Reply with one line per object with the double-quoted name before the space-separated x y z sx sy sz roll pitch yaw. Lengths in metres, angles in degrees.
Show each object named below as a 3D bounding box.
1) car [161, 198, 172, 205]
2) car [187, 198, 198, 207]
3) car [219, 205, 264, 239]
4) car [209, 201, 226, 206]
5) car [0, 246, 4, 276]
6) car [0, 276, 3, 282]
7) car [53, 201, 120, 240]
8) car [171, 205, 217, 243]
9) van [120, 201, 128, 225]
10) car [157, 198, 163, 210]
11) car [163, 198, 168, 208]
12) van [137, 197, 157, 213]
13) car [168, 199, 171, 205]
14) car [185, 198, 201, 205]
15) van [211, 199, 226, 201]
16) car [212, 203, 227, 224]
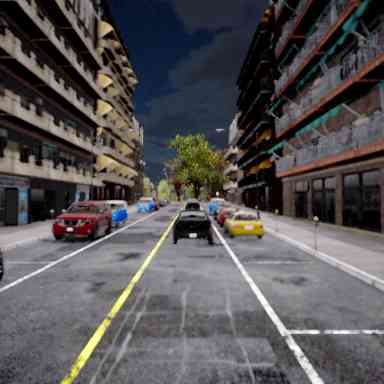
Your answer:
"car" -5.748 2.111 74.582 2.008 1.369 4.403 1 0 0
"car" 0.122 1.935 61.639 1.882 1.535 5.008 0 -1 0
"car" 2.709 1.657 18.100 1.752 1.417 4.829 1 0 0
"car" 2.719 1.779 29.253 1.947 1.339 4.313 1 0 0
"car" -5.675 1.490 6.649 1.967 1.590 4.097 1 0 0
"car" -3.100 1.612 1.407 1.895 1.301 4.718 0 0 0
"car" -5.669 1.446 17.973 2.192 1.841 5.009 1 0 0
"car" 0.033 1.627 16.721 1.837 1.490 4.892 0 0 0
"van" -5.668 1.514 23.633 1.690 1.788 3.998 1 0 0
"car" -5.660 1.655 46.279 2.192 1.841 5.009 1 0 0
"car" -5.660 1.993 57.601 1.947 1.339 4.313 1 0 0
"van" -5.662 1.639 40.618 1.690 1.788 3.998 1 0 0
"car" -5.658 2.022 63.263 2.008 1.369 4.403 1 0 0
"car" 0.114 1.825 43.662 1.837 1.490 4.892 0 0 0
"van" 2.702 1.596 34.915 1.690 1.788 3.998 1 0 0
"car" 2.713 1.716 23.590 1.887 1.381 4.507 1 0 0
